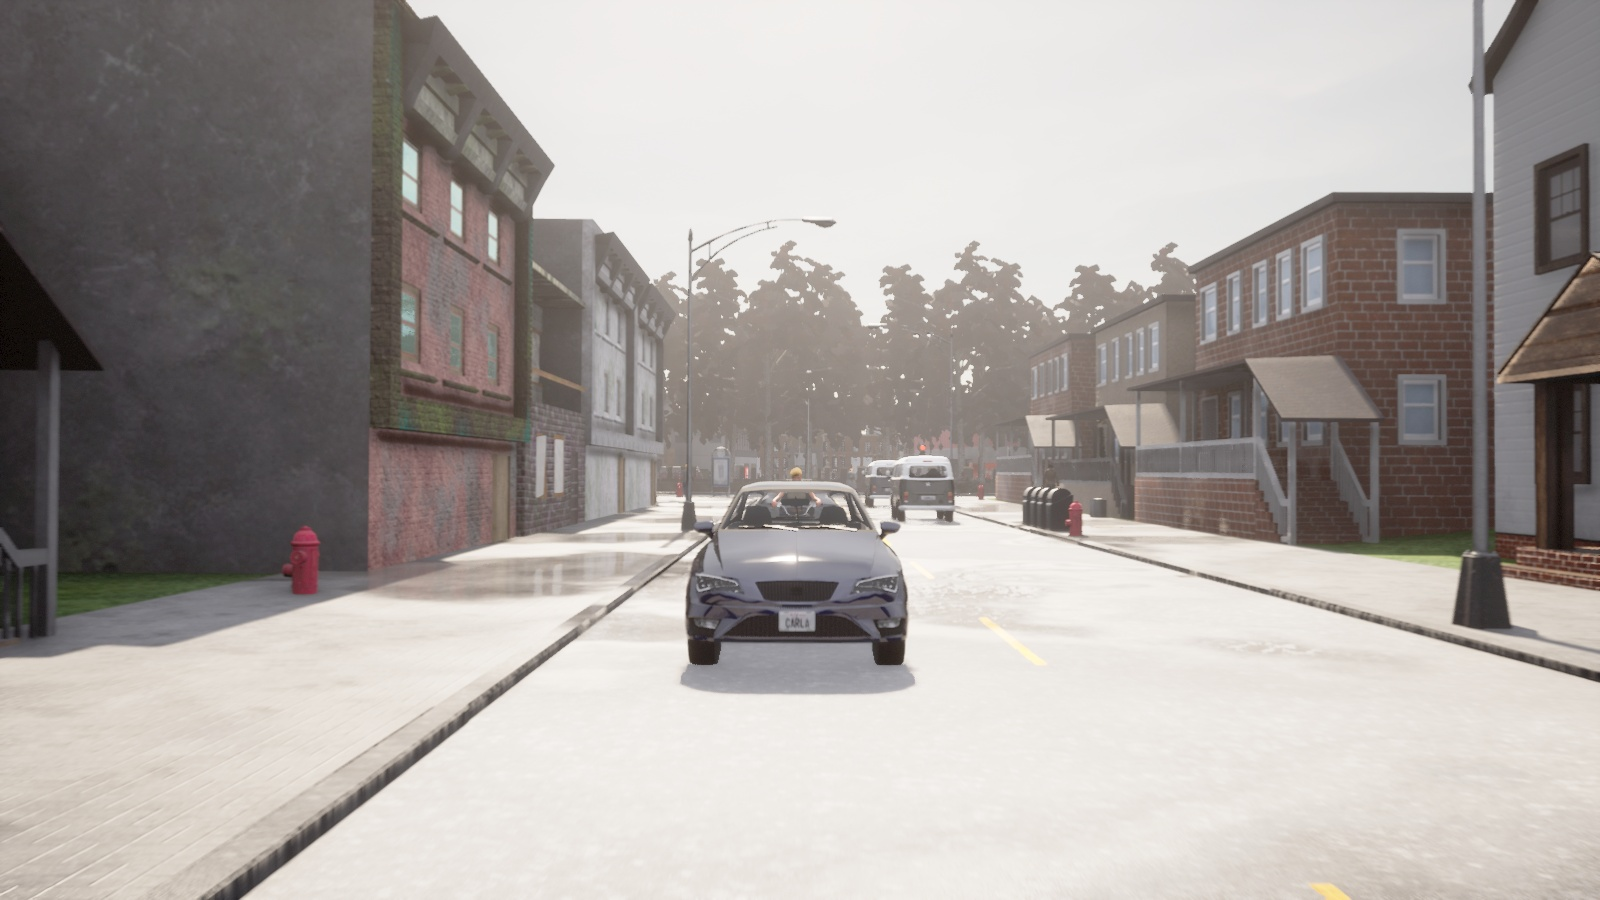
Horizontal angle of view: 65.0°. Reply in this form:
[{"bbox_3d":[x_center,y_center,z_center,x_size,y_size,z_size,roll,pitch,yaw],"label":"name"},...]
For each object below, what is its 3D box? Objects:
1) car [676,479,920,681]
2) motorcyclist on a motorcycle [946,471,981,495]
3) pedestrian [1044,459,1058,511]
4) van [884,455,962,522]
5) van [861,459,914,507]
[{"bbox_3d":[-0.024,1.021,11.495,1.816,1.474,4.193,0,-1,0],"label":"car"},{"bbox_3d":[10.334,2.082,79.237,2.044,1.523,0.797,0,0,-9],"label":"motorcyclist on a motorcycle"},{"bbox_3d":[8.813,1.227,44.091,0.328,1.805,0.869,-1,-1,20],"label":"pedestrian"},{"bbox_3d":[3.910,1.202,40.570,2.069,2.038,4.480,0,-1,0],"label":"van"},{"bbox_3d":[3.875,1.466,56.362,2.069,2.038,4.480,0,-1,0],"label":"van"}]
